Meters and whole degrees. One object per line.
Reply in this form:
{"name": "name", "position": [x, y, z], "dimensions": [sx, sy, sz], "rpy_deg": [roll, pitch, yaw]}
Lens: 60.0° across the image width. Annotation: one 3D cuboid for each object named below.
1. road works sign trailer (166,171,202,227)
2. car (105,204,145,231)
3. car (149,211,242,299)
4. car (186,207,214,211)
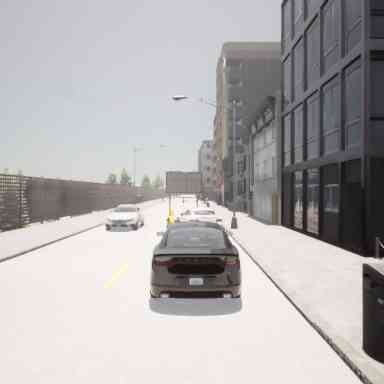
{"name": "road works sign trailer", "position": [-0.571, 0.464, 21.364], "dimensions": [2.380, 3.560, 2.880], "rpy_deg": [0, 0, -17]}
{"name": "car", "position": [-4.064, 1.525, 20.808], "dimensions": [1.812, 1.442, 4.674], "rpy_deg": [0, 0, 0]}
{"name": "car", "position": [0.072, 1.477, 8.529], "dimensions": [1.882, 1.535, 5.008], "rpy_deg": [0, 0, 0]}
{"name": "car", "position": [0.406, 1.540, 17.882], "dimensions": [1.812, 1.442, 4.674], "rpy_deg": [0, -1, -9]}
